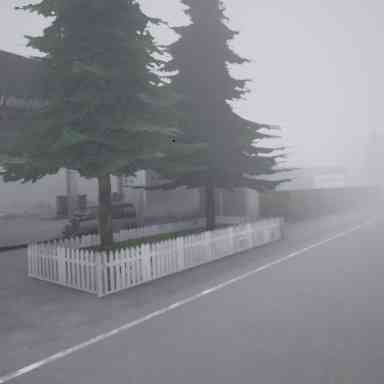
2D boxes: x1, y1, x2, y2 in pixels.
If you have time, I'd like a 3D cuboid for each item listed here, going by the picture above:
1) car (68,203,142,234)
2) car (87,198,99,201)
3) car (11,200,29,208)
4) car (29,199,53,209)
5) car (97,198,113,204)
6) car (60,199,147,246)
[{"bbox_3d":[-6.010,1.762,23.453,2.242,1.667,4.611,-2,0,39],"label":"car"},{"bbox_3d":[-21.524,2.232,69.717,3.633,1.501,1.845,-2,0,39],"label":"car"},{"bbox_3d":[-39.730,2.739,76.024,3.866,1.878,1.905,-2,0,39],"label":"car"},{"bbox_3d":[-27.823,2.472,61.963,4.514,1.523,2.007,-2,0,39],"label":"car"},{"bbox_3d":[-22.554,2.336,85.952,3.806,1.475,1.970,-2,0,39],"label":"car"},{"bbox_3d":[-4.332,1.527,16.523,1.905,1.878,3.866,-2,0,39],"label":"car"}]
